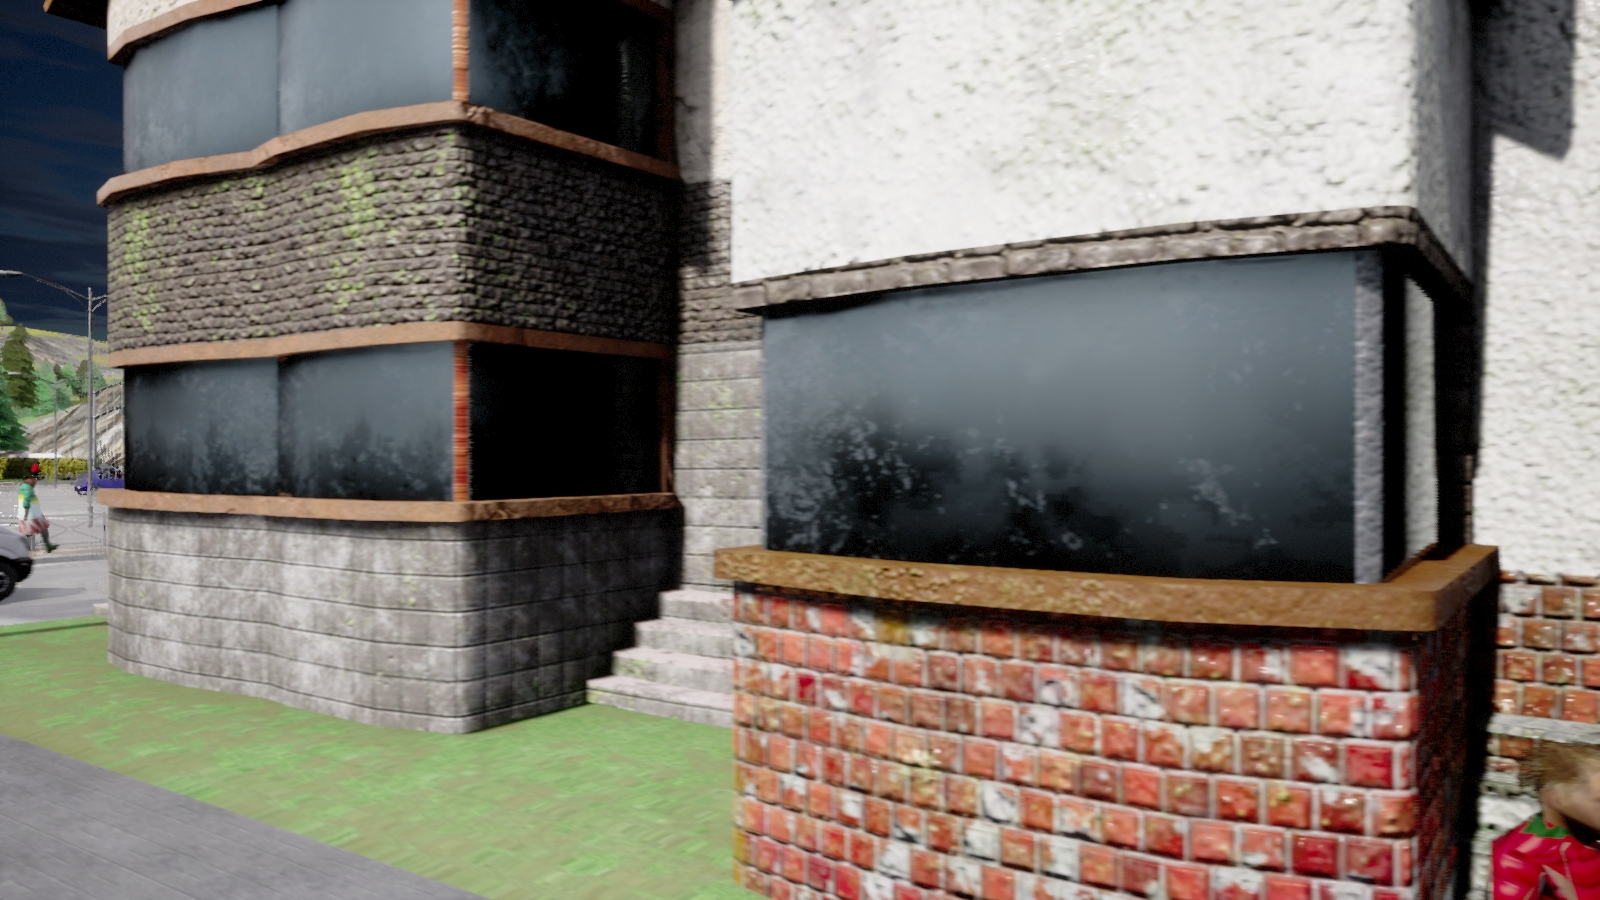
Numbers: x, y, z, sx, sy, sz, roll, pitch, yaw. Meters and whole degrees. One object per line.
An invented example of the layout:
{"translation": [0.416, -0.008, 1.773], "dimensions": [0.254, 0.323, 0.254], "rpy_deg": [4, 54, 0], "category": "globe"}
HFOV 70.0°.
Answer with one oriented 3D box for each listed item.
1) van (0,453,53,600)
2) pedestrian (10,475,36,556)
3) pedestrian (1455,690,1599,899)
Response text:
{"translation": [-15.419, 1.352, 18.269], "dimensions": [1.988, 2.561, 5.915], "rpy_deg": [-2, -1, 16], "category": "van"}
{"translation": [-18.037, 1.517, 26.509], "dimensions": [0.375, 1.860, 0.375], "rpy_deg": [0, 0, 30], "category": "pedestrian"}
{"translation": [2.200, 1.678, 3.313], "dimensions": [0.375, 1.860, 0.375], "rpy_deg": [0, 0, -25], "category": "pedestrian"}
